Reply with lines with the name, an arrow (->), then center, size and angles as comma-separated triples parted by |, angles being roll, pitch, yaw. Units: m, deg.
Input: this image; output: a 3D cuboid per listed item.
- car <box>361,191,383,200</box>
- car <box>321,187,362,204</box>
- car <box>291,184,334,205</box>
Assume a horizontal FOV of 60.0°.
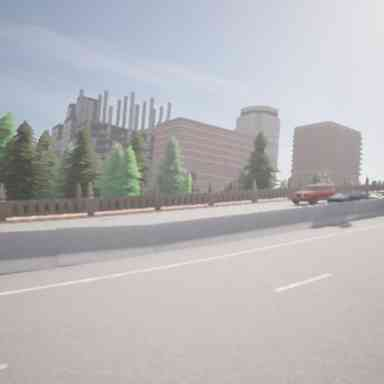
car -> 17.259, 0.578, 29.204 | 4.718, 1.301, 1.895 | -3, 2, -35
car -> 15.204, 0.526, 32.038 | 5.357, 1.411, 2.033 | -3, 2, -35
car -> 12.726, 0.220, 34.567 | 5.566, 2.045, 2.150 | -3, 2, -35
